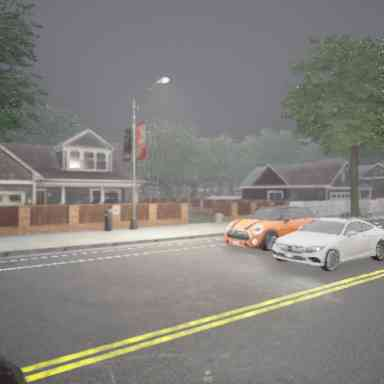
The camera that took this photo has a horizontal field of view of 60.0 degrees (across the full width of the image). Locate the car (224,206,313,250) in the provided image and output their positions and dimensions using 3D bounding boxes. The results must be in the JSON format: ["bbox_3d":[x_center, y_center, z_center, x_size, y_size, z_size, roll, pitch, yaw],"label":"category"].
[{"bbox_3d":[3.543,1.403,14.195,4.553,1.767,2.097,0,0,-35],"label":"car"}]

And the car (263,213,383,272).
[{"bbox_3d":[4.724,1.573,11.047,4.674,1.442,1.812,0,0,-35],"label":"car"}]

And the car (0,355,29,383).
[{"bbox_3d":[-3.188,1.483,1.166,4.902,1.511,2.128,0,0,-35],"label":"car"}]
